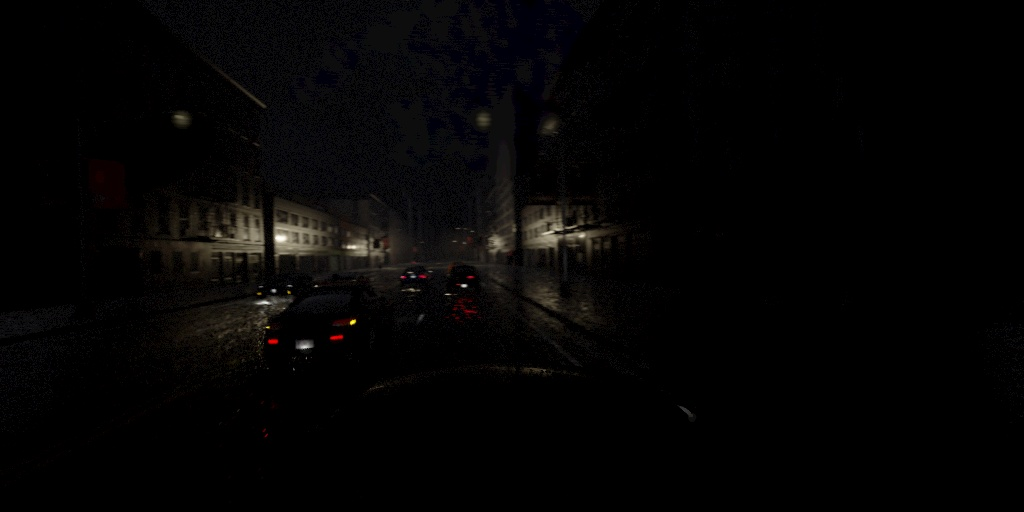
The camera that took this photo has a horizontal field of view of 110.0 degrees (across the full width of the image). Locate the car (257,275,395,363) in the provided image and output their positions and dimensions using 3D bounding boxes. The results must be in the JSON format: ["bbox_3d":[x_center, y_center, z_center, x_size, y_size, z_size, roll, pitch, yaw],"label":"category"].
[{"bbox_3d":[-4.016,1.378,8.532,1.812,1.442,4.674,-2,0,-10],"label":"car"}]

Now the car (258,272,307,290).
[{"bbox_3d":[-12.903,1.648,20.880,1.994,1.385,4.181,-2,0,-10],"label":"car"}]

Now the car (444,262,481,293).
[{"bbox_3d":[-2.936,1.309,21.440,1.837,1.490,4.892,-2,1,-9],"label":"car"}]

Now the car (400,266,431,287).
[{"bbox_3d":[-7.073,1.458,26.578,2.033,1.411,5.357,-2,0,-10],"label":"car"}]

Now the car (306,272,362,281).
[{"bbox_3d":[-9.497,1.590,20.230,1.895,1.301,4.718,-2,0,-10],"label":"car"}]
